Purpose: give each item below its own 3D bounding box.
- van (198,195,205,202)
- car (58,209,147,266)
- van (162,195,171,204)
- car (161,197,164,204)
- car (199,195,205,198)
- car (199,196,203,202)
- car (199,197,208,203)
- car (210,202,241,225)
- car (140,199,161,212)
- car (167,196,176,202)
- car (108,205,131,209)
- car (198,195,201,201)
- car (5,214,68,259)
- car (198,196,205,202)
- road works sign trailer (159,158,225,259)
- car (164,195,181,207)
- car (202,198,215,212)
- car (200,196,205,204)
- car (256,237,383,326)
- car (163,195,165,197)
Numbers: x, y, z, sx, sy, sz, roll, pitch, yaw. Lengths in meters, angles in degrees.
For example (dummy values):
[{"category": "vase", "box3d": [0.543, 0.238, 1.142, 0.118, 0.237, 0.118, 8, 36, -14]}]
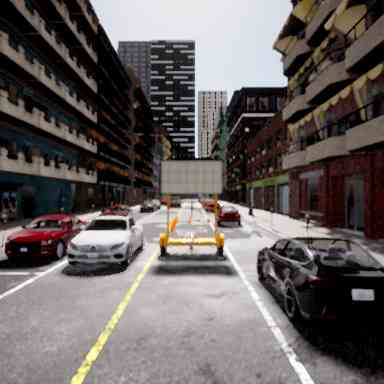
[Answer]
[{"category": "van", "box3d": [2.545, 1.669, 86.732, 1.690, 1.788, 3.998, 0, 0, 0]}, {"category": "car", "box3d": [-2.854, 1.560, 11.873, 1.812, 1.442, 4.674, 0, 0, 0]}, {"category": "van", "box3d": [-5.329, 1.589, 69.650, 1.690, 1.788, 3.998, 1, 0, 0]}, {"category": "car", "box3d": [-5.323, 1.680, 46.721, 1.752, 1.417, 4.829, 1, 0, 0]}, {"category": "car", "box3d": [2.554, 1.725, 58.454, 1.752, 1.417, 4.829, 0, 0, 0]}, {"category": "car", "box3d": [2.555, 1.721, 52.594, 1.887, 1.381, 4.507, 1, 0, 0]}, {"category": "car", "box3d": [2.547, 1.855, 75.351, 1.802, 1.307, 4.206, 0, 0, 0]}, {"category": "car", "box3d": [2.564, 1.656, 24.145, 1.802, 1.307, 4.206, 1, 0, 0]}, {"category": "car", "box3d": [-5.321, 1.686, 41.201, 2.008, 1.369, 4.403, 1, 0, 0]}, {"category": "car", "box3d": [-5.337, 1.873, 86.719, 1.887, 1.381, 4.507, 0, 0, 0]}, {"category": "car", "box3d": [-5.316, 1.619, 24.131, 1.887, 1.381, 4.507, 1, 0, 0]}, {"category": "car", "box3d": [2.550, 1.773, 69.832, 1.752, 1.417, 4.829, 0, 0, 0]}, {"category": "car", "box3d": [-5.312, 1.582, 12.753, 1.887, 1.381, 4.507, 1, 0, 0]}, {"category": "car", "box3d": [2.542, 1.882, 92.591, 1.752, 1.417, 4.829, 0, 0, 0]}, {"category": "road works sign trailer", "box3d": [-0.004, 0.502, 12.758, 2.380, 3.560, 2.880, 0, 0, 0]}, {"category": "car", "box3d": [-2.846, 1.534, 53.661, 2.097, 1.767, 4.553, 0, 0, 0]}, {"category": "car", "box3d": [2.559, 1.716, 41.215, 1.802, 1.307, 4.206, 1, 0, 0]}, {"category": "car", "box3d": [2.557, 1.700, 46.905, 1.887, 1.381, 4.507, 1, 0, 0]}, {"category": "car", "box3d": [2.570, 1.586, 7.077, 1.947, 1.339, 4.313, 1, 0, 0]}, {"category": "car", "box3d": [-5.329, 1.768, 63.961, 1.887, 1.381, 4.507, 1, 0, 0]}]
